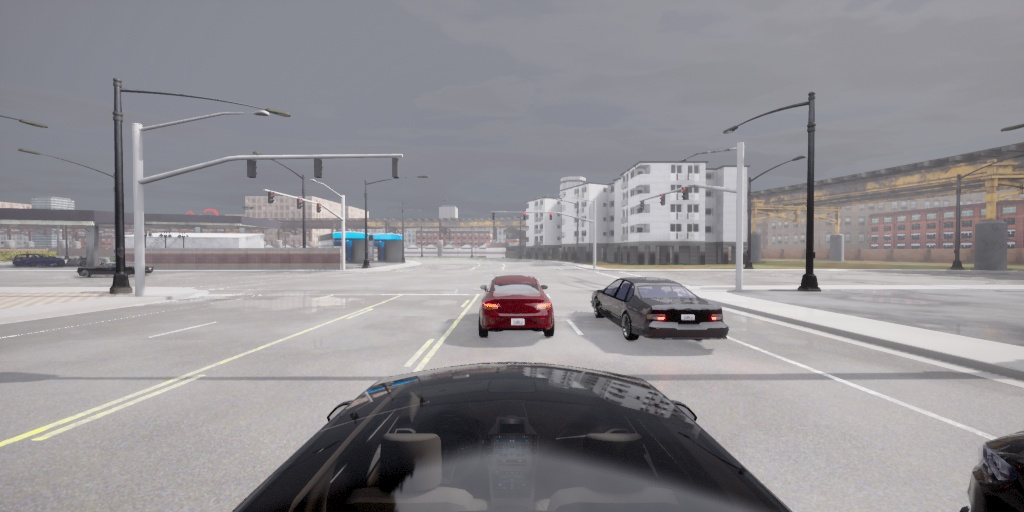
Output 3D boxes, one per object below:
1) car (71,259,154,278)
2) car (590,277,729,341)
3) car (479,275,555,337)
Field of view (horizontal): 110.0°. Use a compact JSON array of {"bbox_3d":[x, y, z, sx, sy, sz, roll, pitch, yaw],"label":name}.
[{"bbox_3d":[-33.515,1.134,30.301,4.718,1.301,1.895,0,1,-1],"label":"car"},{"bbox_3d":[3.582,1.282,9.817,2.033,1.411,5.357,0,0,0],"label":"car"},{"bbox_3d":[0.071,1.256,10.102,1.812,1.442,4.674,0,0,-1],"label":"car"}]
